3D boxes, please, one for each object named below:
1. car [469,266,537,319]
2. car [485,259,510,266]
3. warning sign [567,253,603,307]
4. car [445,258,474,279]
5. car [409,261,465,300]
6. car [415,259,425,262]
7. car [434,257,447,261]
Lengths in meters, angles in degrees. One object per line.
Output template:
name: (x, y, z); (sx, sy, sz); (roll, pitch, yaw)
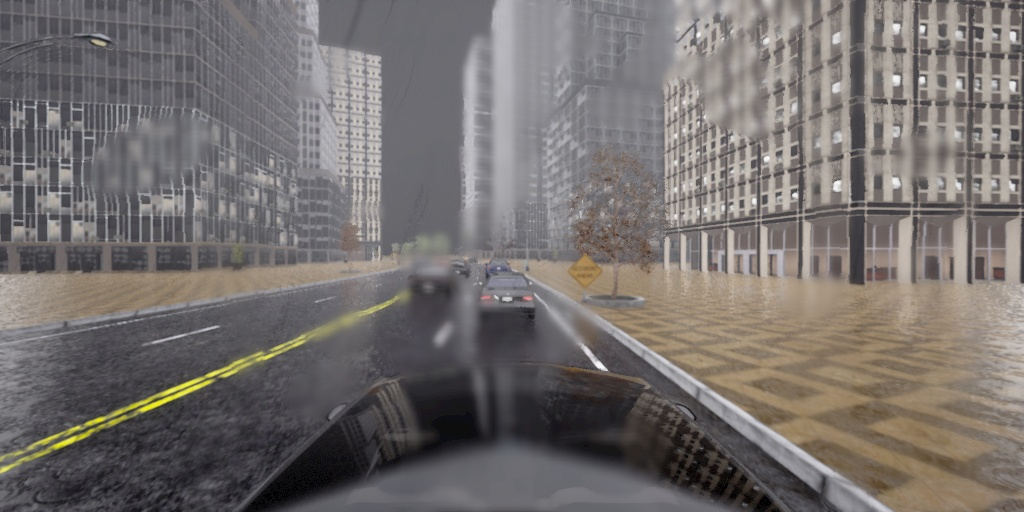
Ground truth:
car: (-0.181, 1.268, 12.699); (2.033, 1.411, 5.357); (0, 0, -2)
car: (-1.249, 1.020, 31.269); (2.097, 1.767, 4.553); (0, 0, -4)
warning sign: (2.647, 0.834, 12.976); (1.300, 1.860, 1.060); (0, 0, -2)
car: (-4.523, 1.177, 31.474); (1.837, 1.490, 4.892); (0, 1, -5)
car: (-3.600, 1.188, 17.469); (1.882, 1.535, 5.008); (0, 0, -3)
car: (-13.743, 1.160, 53.464); (2.033, 1.411, 5.357); (0, 0, -8)
car: (-10.392, 0.964, 52.882); (2.097, 1.767, 4.553); (0, 0, -8)
